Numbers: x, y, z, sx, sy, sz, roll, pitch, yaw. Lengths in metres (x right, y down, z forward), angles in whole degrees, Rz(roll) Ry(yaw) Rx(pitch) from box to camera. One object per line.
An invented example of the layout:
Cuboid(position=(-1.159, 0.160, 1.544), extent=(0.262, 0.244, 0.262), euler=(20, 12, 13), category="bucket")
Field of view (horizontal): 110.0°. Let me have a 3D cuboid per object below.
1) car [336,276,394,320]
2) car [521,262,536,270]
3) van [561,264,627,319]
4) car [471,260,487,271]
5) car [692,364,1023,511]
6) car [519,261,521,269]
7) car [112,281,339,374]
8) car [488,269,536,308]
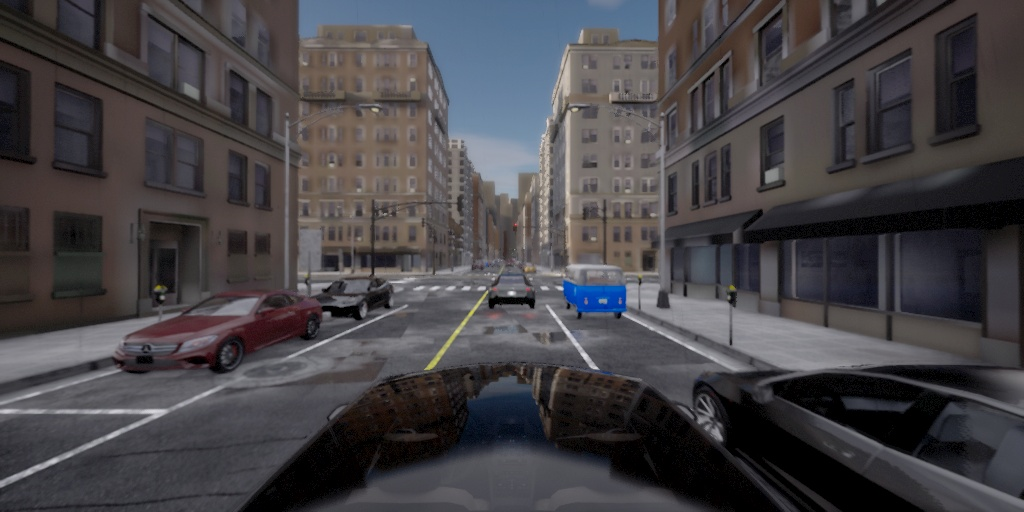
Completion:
Cuboid(position=(-5.667, 1.422, 13.072), extent=(1.948, 1.339, 4.313), euler=(0, 0, 0), category="car")
Cuboid(position=(2.656, 1.743, 52.439), extent=(1.751, 1.417, 4.829), euler=(0, 0, -1), category="car")
Cuboid(position=(2.858, 1.197, 13.081), extent=(1.690, 1.789, 3.998), euler=(0, 0, 0), category="van")
Cuboid(position=(-6.016, 1.629, 63.204), extent=(2.192, 1.841, 5.009), euler=(0, 0, -1), category="car")
Cuboid(position=(2.857, 1.320, 2.184), extent=(1.948, 1.339, 4.313), euler=(0, 0, 0), category="car")
Cuboid(position=(2.583, 1.707, 57.794), extent=(1.967, 1.591, 4.097), euler=(0, 0, -1), category="car")
Cuboid(position=(-5.667, 1.387, 7.621), extent=(1.802, 1.307, 4.207), euler=(0, 0, 0), category="car")
Cuboid(position=(0.002, 1.448, 15.994), extent=(1.994, 1.385, 4.181), euler=(0, -1, 1), category="car")
